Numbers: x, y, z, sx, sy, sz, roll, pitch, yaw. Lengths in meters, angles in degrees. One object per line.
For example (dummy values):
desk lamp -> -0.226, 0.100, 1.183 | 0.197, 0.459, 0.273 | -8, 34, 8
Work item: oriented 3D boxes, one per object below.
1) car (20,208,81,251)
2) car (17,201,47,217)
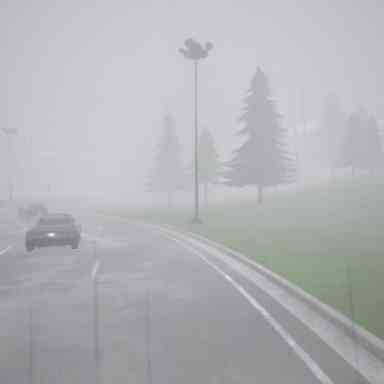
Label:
car -> -5.936, 1.603, 14.564 | 1.994, 1.385, 4.181 | 0, 0, -17
car -> -14.523, 1.603, 30.260 | 1.837, 1.490, 4.892 | 0, 0, -38
